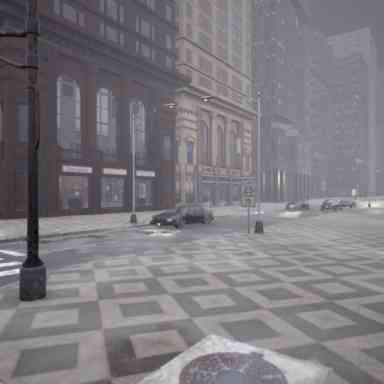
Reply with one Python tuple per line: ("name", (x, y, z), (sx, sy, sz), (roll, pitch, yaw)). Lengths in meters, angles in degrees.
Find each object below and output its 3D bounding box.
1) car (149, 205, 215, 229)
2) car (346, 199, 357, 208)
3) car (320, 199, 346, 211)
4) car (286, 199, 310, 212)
("car", (-0.473, 1.607, 22.447), (2.033, 1.411, 5.357), (0, 0, 36))
("car", (23.736, 1.702, 50.766), (2.033, 1.411, 5.357), (0, 0, 36))
("car", (17.832, 1.655, 42.523), (1.812, 1.442, 4.674), (0, 0, 36))
("car", (13.265, 1.617, 41.545), (2.128, 1.511, 4.902), (0, 0, 36))
